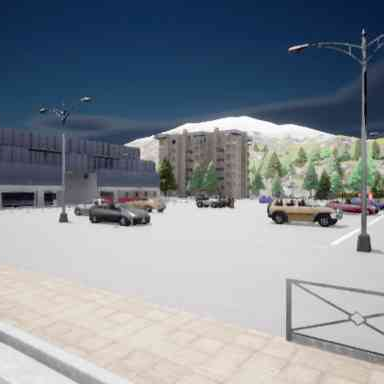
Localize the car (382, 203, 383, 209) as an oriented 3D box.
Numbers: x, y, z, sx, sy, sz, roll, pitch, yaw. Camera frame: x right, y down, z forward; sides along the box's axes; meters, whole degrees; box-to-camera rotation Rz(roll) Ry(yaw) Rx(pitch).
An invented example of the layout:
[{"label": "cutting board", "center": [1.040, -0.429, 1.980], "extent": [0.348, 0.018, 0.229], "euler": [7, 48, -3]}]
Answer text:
[{"label": "car", "center": [20.939, 1.472, 39.716], "extent": [3.633, 1.501, 1.845], "euler": [0, 0, 35]}]

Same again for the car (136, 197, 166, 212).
[{"label": "car", "center": [-5.026, 1.306, 34.456], "extent": [5.027, 1.636, 2.152], "euler": [0, 0, 35]}]

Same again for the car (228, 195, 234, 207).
[{"label": "car", "center": [3.719, 1.252, 47.501], "extent": [4.605, 1.855, 1.932], "euler": [0, 0, 35]}]

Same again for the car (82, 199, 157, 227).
[{"label": "car", "center": [-4.844, 1.449, 21.969], "extent": [4.514, 1.523, 2.007], "euler": [0, 0, 35]}]

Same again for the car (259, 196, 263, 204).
[{"label": "car", "center": [14.582, 1.530, 62.581], "extent": [3.633, 1.501, 1.845], "euler": [0, 0, 35]}]

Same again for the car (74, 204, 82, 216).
[{"label": "car", "center": [-8.475, 1.384, 29.035], "extent": [3.806, 1.475, 1.970], "euler": [0, 0, 35]}]

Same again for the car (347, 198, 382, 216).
[{"label": "car", "center": [15.124, 1.449, 31.589], "extent": [4.514, 1.523, 2.007], "euler": [0, 0, 35]}]

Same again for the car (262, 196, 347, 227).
[{"label": "car", "center": [7.337, 1.247, 21.840], "extent": [4.605, 1.855, 1.932], "euler": [0, 0, 35]}]

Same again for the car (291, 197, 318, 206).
[{"label": "car", "center": [18.911, 1.540, 55.857], "extent": [3.806, 1.475, 1.970], "euler": [0, 0, 35]}]

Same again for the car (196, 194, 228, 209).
[{"label": "car", "center": [2.375, 1.231, 44.893], "extent": [3.866, 1.878, 1.905], "euler": [0, 0, 35]}]
